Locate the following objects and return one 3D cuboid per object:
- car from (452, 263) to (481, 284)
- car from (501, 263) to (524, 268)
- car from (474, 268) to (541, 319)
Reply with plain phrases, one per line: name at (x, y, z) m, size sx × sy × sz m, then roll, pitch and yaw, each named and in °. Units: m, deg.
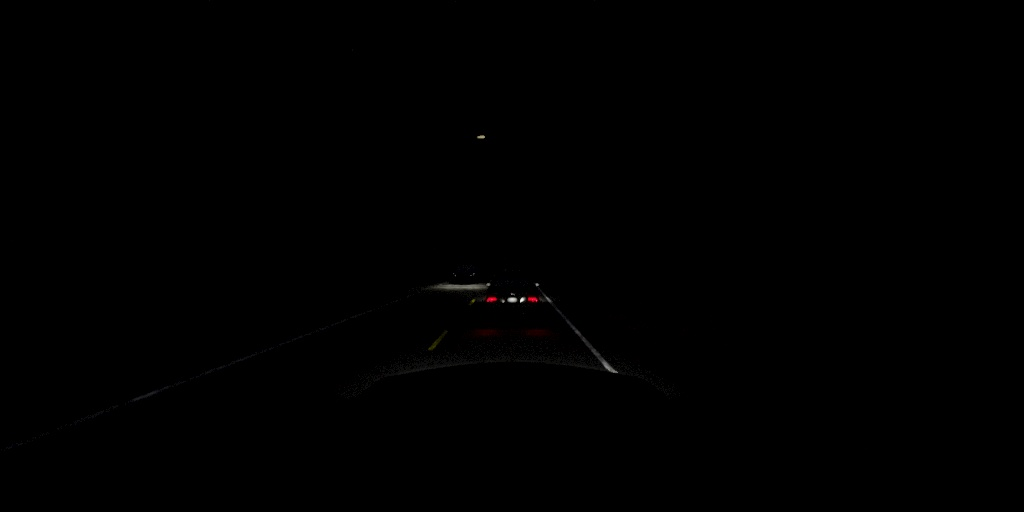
car at (-3.628, 1.352, 29.064) m, size 1.882 × 1.535 × 5.008 m, roll 0°, pitch -1°, yaw 0°
car at (0.018, 1.384, 31.770) m, size 2.128 × 1.511 × 4.902 m, roll 0°, pitch 0°, yaw 0°
car at (0.025, 1.338, 13.001) m, size 2.033 × 1.411 × 5.357 m, roll 0°, pitch 0°, yaw 0°
